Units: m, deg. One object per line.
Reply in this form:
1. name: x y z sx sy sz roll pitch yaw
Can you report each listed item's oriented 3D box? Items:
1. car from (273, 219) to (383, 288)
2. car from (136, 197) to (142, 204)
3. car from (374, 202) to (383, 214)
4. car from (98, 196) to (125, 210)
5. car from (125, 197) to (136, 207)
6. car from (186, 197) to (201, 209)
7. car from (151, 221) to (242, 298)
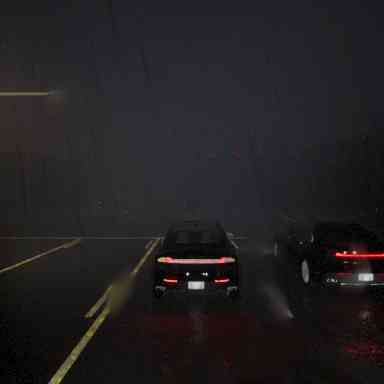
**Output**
1. car: 3.602 1.503 9.261 1.837 1.490 4.892 0 0 1
2. car: -10.403 1.554 61.486 1.994 1.385 4.181 0 0 1
3. car: 18.114 1.057 28.293 4.902 1.511 2.128 -5 0 0
4. car: -10.481 1.345 42.731 2.097 1.767 4.553 0 0 0
5. car: -10.458 1.517 51.642 1.812 1.442 4.674 0 0 0
6. car: 0.218 1.484 45.222 2.128 1.511 4.902 0 0 0
7. car: 0.097 1.490 8.498 2.128 1.511 4.902 0 0 0
